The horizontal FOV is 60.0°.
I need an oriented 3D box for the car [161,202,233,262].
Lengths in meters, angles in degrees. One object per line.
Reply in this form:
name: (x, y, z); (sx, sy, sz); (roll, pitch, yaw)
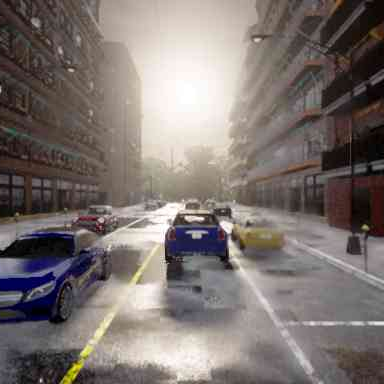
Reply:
car: (0.108, 1.425, 12.645); (2.097, 1.767, 4.553); (0, 0, -1)

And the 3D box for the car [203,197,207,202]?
car: (2.843, 1.859, 53.306); (2.008, 1.369, 4.403); (1, 0, 0)

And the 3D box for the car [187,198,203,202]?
car: (0.103, 1.724, 42.886); (1.882, 1.535, 5.008); (0, 0, 0)

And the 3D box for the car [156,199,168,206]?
car: (-5.804, 1.955, 64.476); (1.802, 1.307, 4.206); (1, 0, 0)

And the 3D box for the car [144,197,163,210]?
car: (-5.805, 1.826, 47.772); (2.008, 1.369, 4.403); (1, 0, 0)

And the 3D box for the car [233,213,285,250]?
car: (2.711, 1.609, 14.500); (1.752, 1.417, 4.829); (1, 0, 0)

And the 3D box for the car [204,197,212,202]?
car: (2.842, 1.769, 42.340); (1.752, 1.417, 4.829); (1, 0, 0)

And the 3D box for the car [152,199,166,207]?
car: (-5.804, 1.906, 58.908); (1.947, 1.339, 4.313); (1, 0, 0)

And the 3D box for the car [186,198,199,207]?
car: (0.106, 1.836, 59.658); (2.128, 1.511, 4.902); (0, 0, 0)

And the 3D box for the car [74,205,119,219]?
car: (-5.695, 1.554, 19.932); (1.967, 1.590, 4.097); (1, 0, 0)

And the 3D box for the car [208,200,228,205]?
car: (2.775, 1.748, 31.675); (1.947, 1.339, 4.313); (1, 0, 0)

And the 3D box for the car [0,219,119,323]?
car: (-3.100, 1.568, 7.391); (1.812, 1.442, 4.674); (0, 0, 0)

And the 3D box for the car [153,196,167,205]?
car: (-5.801, 1.623, 53.341); (2.192, 1.841, 5.009); (1, 0, 0)
